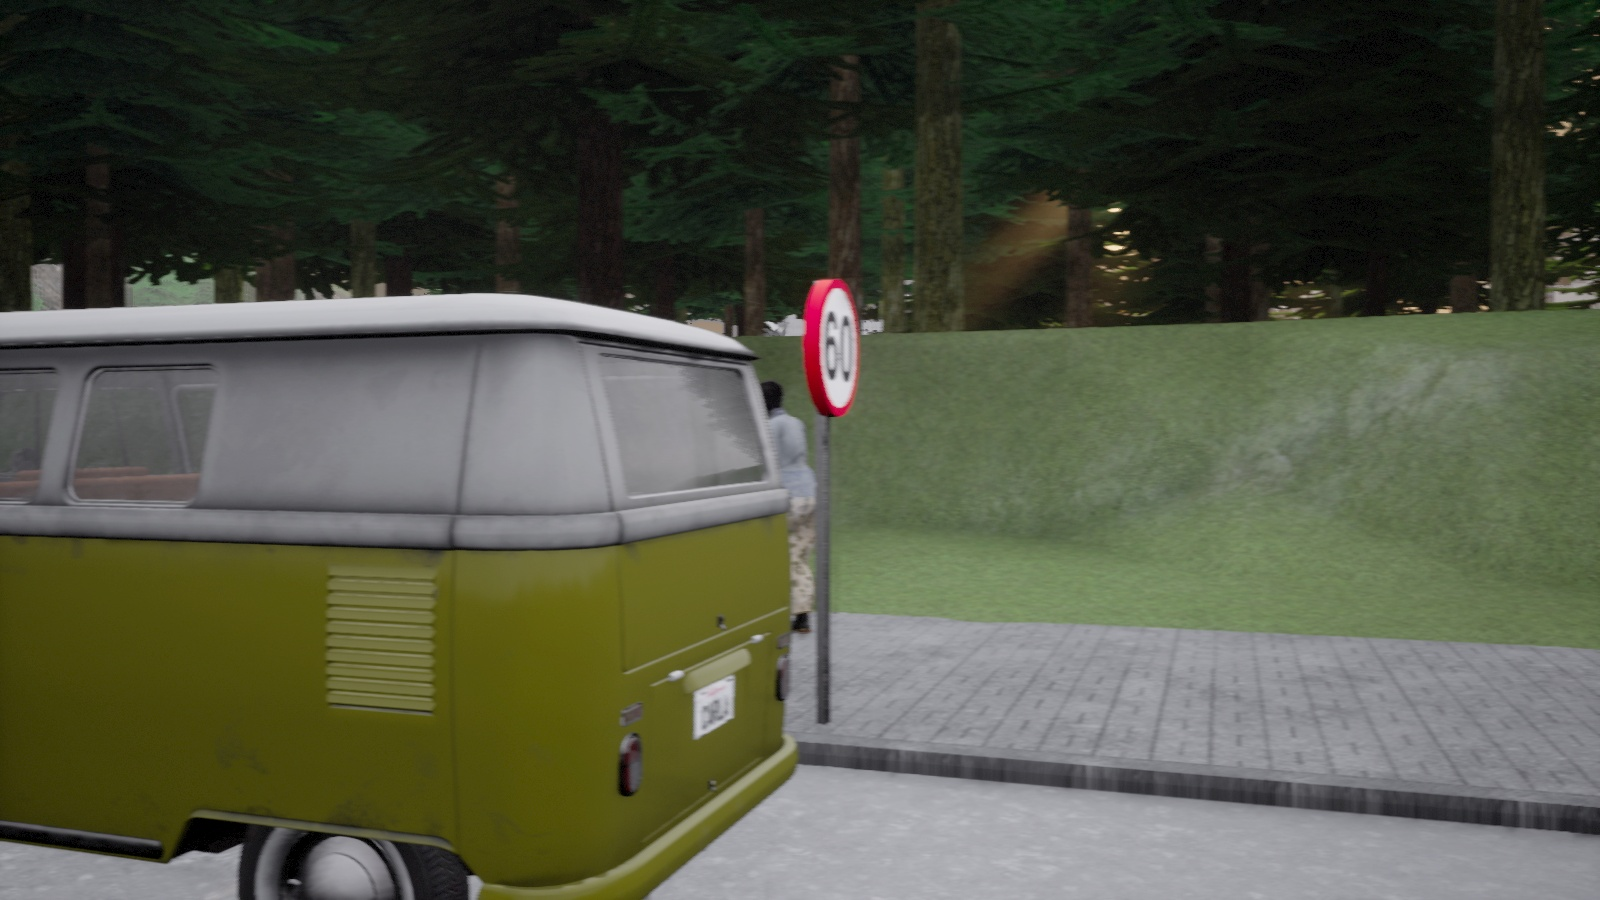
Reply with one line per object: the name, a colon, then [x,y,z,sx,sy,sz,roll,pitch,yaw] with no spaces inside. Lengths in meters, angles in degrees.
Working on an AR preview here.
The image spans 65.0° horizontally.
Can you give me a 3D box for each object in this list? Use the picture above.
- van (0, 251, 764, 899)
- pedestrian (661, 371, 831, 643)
van: [-2.527,0.484,4.566,4.442,1.987,1.775,1,1,19]
pedestrian: [-0.381,0.378,9.136,0.900,1.855,0.874,1,1,29]
